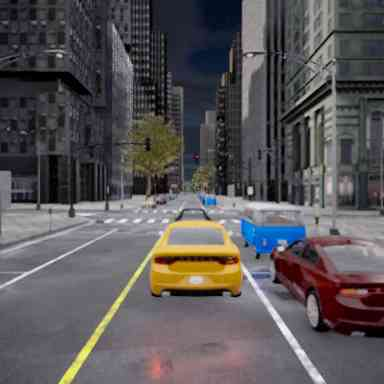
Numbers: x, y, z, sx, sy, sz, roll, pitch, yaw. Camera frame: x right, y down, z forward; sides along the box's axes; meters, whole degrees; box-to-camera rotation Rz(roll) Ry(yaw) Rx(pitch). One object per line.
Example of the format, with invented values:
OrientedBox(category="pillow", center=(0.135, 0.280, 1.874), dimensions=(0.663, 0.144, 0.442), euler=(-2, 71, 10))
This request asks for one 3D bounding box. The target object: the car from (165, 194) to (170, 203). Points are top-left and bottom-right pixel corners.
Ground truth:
OrientedBox(category="car", center=(-5.708, 1.250, 60.645), dimensions=(2.192, 1.841, 5.009), euler=(0, 0, 0))

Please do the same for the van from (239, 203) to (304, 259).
OrientedBox(category="van", center=(2.792, 1.322, 12.182), dimensions=(1.690, 1.788, 3.998), euler=(0, 0, 0))

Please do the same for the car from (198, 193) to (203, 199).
OrientedBox(category="car", center=(2.825, 1.481, 71.820), dimensions=(2.008, 1.369, 4.403), euler=(0, 0, 0))

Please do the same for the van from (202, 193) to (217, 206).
OrientedBox(category="van", center=(2.808, 1.282, 50.167), dimensions=(1.690, 1.788, 3.998), euler=(0, 0, 0))

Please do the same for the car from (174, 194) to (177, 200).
OrientedBox(category="car", center=(-5.688, 1.493, 87.089), dimensions=(1.947, 1.339, 4.313), euler=(0, 0, 0))

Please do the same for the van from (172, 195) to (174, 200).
OrientedBox(category="van", center=(-5.695, 1.270, 76.512), dimensions=(1.690, 1.788, 3.998), euler=(0, 0, 0))

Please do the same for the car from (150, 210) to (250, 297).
OrientedBox(category="car", center=(0.096, 1.464, 8.595), dimensions=(1.882, 1.535, 5.008), euler=(0, 0, 0))

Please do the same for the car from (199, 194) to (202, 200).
OrientedBox(category="car", center=(2.816, 1.479, 60.993), dimensions=(1.887, 1.381, 4.507), euler=(0, 0, 0))

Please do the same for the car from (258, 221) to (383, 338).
OrientedBox(category="car", center=(2.786, 1.534, 6.657), dimensions=(1.887, 1.381, 4.507), euler=(0, 0, 0))

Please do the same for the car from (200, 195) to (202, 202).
OrientedBox(category="car", center=(2.812, 1.504, 55.580), dimensions=(1.947, 1.339, 4.313), euler=(0, 0, 0))

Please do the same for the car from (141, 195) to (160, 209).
OrientedBox(category="car", center=(-5.728, 1.472, 44.606), dimensions=(1.752, 1.417, 4.829), euler=(0, 0, 0))

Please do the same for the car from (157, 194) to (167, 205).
OrientedBox(category="car", center=(-5.713, 1.483, 55.356), dimensions=(1.887, 1.381, 4.507), euler=(0, 0, 0))

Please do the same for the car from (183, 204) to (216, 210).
OrientedBox(category="car", center=(0.075, 1.538, 17.449), dimensions=(1.994, 1.385, 4.181), euler=(0, 0, 0))

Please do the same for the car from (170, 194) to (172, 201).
OrientedBox(category="car", center=(-5.705, 1.483, 65.934), dimensions=(2.008, 1.369, 4.403), euler=(0, 0, 0))
